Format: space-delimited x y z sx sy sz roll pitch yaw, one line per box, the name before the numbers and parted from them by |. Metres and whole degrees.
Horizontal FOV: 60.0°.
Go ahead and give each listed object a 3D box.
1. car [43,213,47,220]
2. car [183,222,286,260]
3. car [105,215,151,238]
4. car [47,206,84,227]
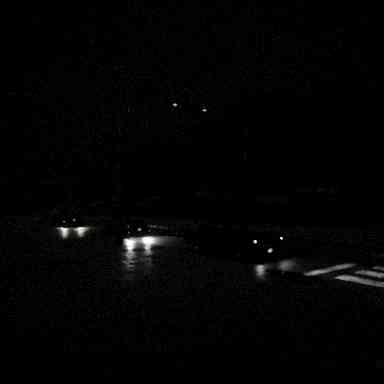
car | -21.901 3.688 52.201 1.994 1.385 4.181 0 -3 -36
car | 1.650 1.961 14.276 1.895 1.301 4.718 0 -2 -36
car | -4.469 2.289 22.835 1.994 1.385 4.181 0 -2 -34
car | -13.230 2.542 35.070 2.150 2.045 5.566 0 -3 -35
